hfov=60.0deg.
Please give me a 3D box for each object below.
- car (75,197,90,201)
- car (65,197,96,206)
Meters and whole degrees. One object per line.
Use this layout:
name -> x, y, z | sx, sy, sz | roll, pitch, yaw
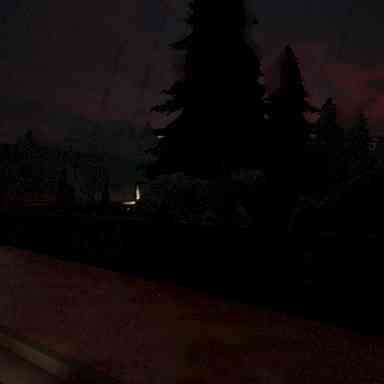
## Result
car -> -17.736, 1.517, 50.199 | 1.812, 1.442, 4.674 | 0, 1, 36
car -> -18.444, 1.543, 55.229 | 1.895, 1.301, 4.718 | 0, 1, 36
